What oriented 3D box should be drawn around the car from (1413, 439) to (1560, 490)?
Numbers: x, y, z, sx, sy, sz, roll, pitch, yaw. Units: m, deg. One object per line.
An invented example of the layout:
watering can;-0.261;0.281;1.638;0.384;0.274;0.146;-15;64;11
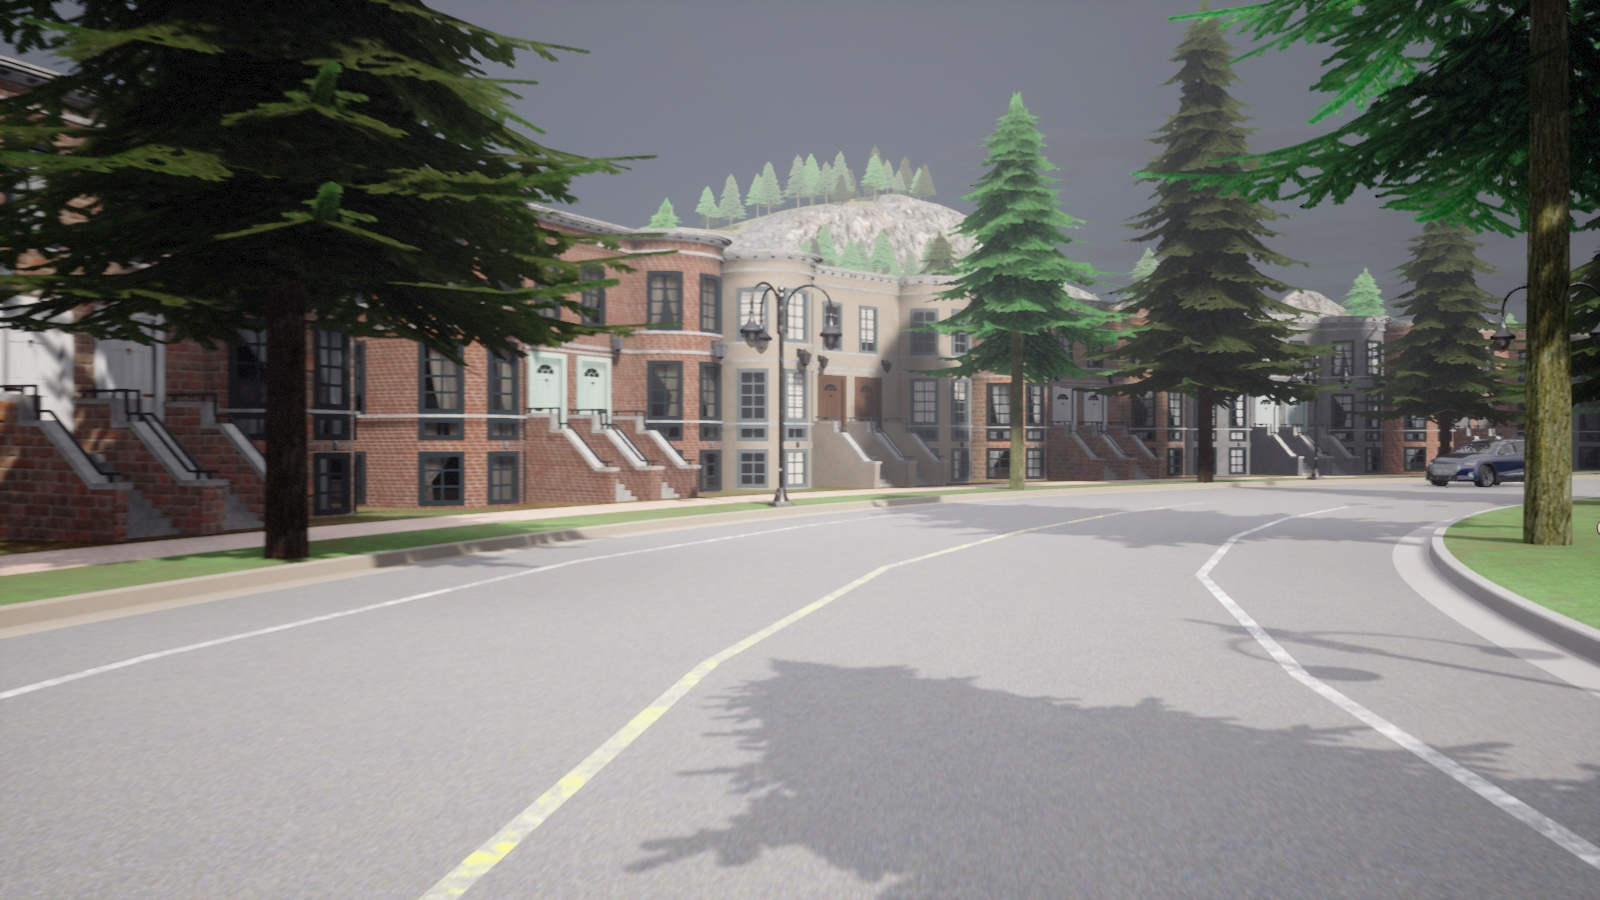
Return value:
car;23.432;0.472;42.848;4.856;1.649;2.033;0;0;-27
